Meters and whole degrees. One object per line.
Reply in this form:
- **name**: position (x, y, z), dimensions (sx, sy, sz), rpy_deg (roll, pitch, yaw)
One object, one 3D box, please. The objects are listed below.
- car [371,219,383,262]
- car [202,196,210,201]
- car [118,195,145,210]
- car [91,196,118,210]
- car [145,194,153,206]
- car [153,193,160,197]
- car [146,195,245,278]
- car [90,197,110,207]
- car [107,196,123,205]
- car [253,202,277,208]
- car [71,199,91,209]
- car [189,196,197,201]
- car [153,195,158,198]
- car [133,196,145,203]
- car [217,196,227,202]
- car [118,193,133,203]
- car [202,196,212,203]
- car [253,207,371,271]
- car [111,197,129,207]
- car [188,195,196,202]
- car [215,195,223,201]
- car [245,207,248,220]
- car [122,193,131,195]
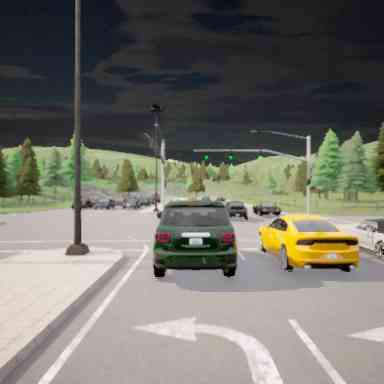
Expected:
- **car**: position (7.098, 1.622, 12.208), dimensions (1.895, 1.301, 4.718), rpy_deg (0, 0, 0)
- **car**: position (3.743, 1.745, 88.653), dimensions (1.895, 1.301, 4.718), rpy_deg (0, 0, 1)
- **car**: position (-8.070, 1.567, 44.856), dimensions (2.128, 1.511, 4.902), rpy_deg (0, 0, 0)
- **car**: position (-11.616, 1.601, 44.512), dimensions (1.812, 1.442, 4.674), rpy_deg (0, 0, 1)
- **car**: position (-8.007, 1.443, 53.937), dimensions (2.097, 1.767, 4.553), rpy_deg (0, 0, 0)
- **car**: position (-8.007, 1.348, 72.938), dimensions (2.150, 2.045, 5.566), rpy_deg (0, 0, 0)
- **car**: position (0.046, 1.240, 10.375), dimensions (2.150, 2.045, 5.566), rpy_deg (0, 0, -1)
- **car**: position (-15.007, 1.597, 54.615), dimensions (1.837, 1.490, 4.892), rpy_deg (0, 0, 0)
- **car**: position (-15.009, 1.587, 65.003), dimensions (1.882, 1.535, 5.008), rpy_deg (0, 0, 0)
- **car**: position (7.096, 1.655, 32.023), dimensions (1.895, 1.301, 4.718), rpy_deg (0, 0, 0)
- **car**: position (-15.059, 1.641, 45.942), dimensions (1.994, 1.385, 4.181), rpy_deg (0, 0, 0)
- **car**: position (0.241, 1.703, 88.607), dimensions (1.994, 1.385, 4.181), rpy_deg (0, 0, 1)
- **car**: position (-8.008, 1.669, 62.445), dimensions (1.994, 1.385, 4.181), rpy_deg (0, 0, 0)
- **car**: position (-11.508, 1.675, 72.481), dimensions (1.994, 1.385, 4.181), rpy_deg (0, 0, 0)
- **car**: position (7.032, 1.729, 78.731), dimensions (1.895, 1.301, 4.718), rpy_deg (0, 0, 1)
- **car**: position (-14.997, 1.352, 75.545), dimensions (2.150, 2.045, 5.566), rpy_deg (0, 0, 0)
- **car**: position (3.531, 1.658, 78.611), dimensions (2.128, 1.511, 4.902), rpy_deg (0, 0, 1)
- **car**: position (3.546, 1.496, 11.000), dimensions (1.882, 1.535, 5.008), rpy_deg (0, 0, -1)
- **car**: position (-11.507, 1.616, 53.478), dimensions (1.812, 1.442, 4.674), rpy_deg (0, 0, 0)
- **car**: position (0.028, 1.610, 78.278), dimensions (1.882, 1.535, 5.008), rpy_deg (0, 0, 1)
- **car**: position (7.245, 1.628, 88.671), dimensions (1.882, 1.535, 5.008), rpy_deg (0, 0, 1)
- **car**: position (3.596, 1.554, 28.634), dimensions (1.837, 1.490, 4.892), rpy_deg (0, 0, 0)
- **car**: position (-11.508, 1.457, 62.469), dimensions (2.097, 1.767, 4.553), rpy_deg (0, 0, 0)
